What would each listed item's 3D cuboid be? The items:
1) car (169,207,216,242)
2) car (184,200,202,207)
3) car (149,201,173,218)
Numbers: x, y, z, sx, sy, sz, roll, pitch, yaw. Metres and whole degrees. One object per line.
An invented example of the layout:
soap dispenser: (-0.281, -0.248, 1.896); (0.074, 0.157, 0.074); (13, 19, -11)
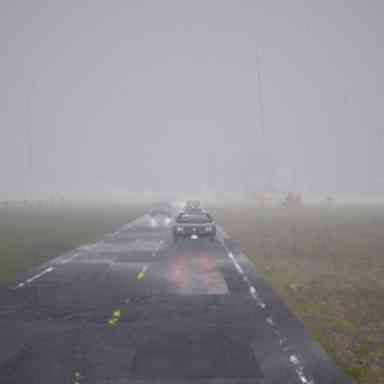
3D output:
car: (0.102, 1.612, 16.354); (1.895, 1.301, 4.718); (0, 0, 0)
car: (0.103, 1.589, 35.915); (2.033, 1.411, 5.357); (0, 0, 0)
car: (-2.784, 1.582, 31.263); (2.033, 1.411, 5.357); (0, 0, 0)
